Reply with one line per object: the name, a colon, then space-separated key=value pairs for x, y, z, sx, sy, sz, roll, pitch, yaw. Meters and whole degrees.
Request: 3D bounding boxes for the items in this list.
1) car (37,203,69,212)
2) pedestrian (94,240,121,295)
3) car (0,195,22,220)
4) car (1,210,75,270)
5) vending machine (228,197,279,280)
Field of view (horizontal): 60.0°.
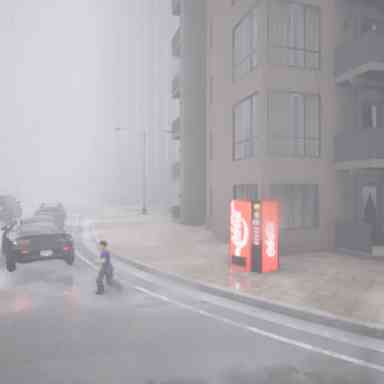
car: x=-9.746 y=1.487 z=23.189 sx=2.128 sy=1.511 sz=4.902 roll=0 pitch=0 yaw=-18
pedestrian: x=-1.839 y=1.573 z=7.183 sx=0.375 sy=1.300 sz=0.375 roll=0 pitch=0 yaw=-40
car: x=-13.491 y=1.216 z=23.316 sx=2.150 sy=2.045 sz=5.566 roll=0 pitch=0 yaw=-18
car: x=-5.168 y=1.524 z=11.055 sx=1.812 sy=1.442 sz=4.674 roll=0 pitch=-1 yaw=-31
vending machine: x=1.700 y=1.195 z=9.166 sx=1.100 sy=2.100 sz=0.880 roll=0 pitch=0 yaw=-42
